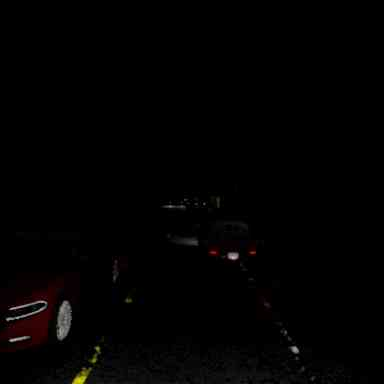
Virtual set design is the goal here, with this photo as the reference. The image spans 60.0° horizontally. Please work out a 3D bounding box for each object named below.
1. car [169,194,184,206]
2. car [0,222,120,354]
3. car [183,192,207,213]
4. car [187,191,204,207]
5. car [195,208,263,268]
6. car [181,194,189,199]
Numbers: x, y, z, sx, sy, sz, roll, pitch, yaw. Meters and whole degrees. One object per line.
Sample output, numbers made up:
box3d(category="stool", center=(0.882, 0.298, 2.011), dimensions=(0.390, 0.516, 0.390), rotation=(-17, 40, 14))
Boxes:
box3d(category="car", center=(-2.212, 1.086, 48.967), dimensions=(2.097, 1.767, 4.553), rotation=(0, 0, 1))
box3d(category="car", center=(-2.773, 1.442, 6.488), dimensions=(1.882, 1.535, 5.008), rotation=(0, 0, 1))
box3d(category="car", center=(0.476, 1.170, 33.895), dimensions=(2.097, 1.767, 4.553), rotation=(0, 0, 1))
box3d(category="car", center=(0.607, 0.965, 46.296), dimensions=(2.150, 2.045, 5.566), rotation=(0, -1, 3))
box3d(category="car", center=(1.098, 1.469, 10.921), dimensions=(1.812, 1.442, 4.674), rotation=(0, 0, 1))
box3d(category="car", center=(-1.667, 1.123, 85.379), dimensions=(1.895, 1.301, 4.718), rotation=(0, 0, 1))
